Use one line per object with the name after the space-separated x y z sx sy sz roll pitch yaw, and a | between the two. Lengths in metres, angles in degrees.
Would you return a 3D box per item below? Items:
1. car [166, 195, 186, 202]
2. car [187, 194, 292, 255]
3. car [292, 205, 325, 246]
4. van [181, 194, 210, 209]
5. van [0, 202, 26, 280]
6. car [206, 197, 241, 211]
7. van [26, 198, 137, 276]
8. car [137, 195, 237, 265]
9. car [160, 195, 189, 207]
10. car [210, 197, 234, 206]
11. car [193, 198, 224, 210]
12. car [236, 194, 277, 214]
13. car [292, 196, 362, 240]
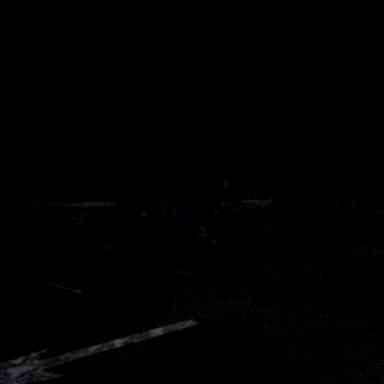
-3.523 1.344 70.455 1.882 1.535 5.008 0 0 -34 | car
0.860 1.237 13.682 5.566 2.045 2.435 -1 -1 34 | car
3.270 1.518 15.412 4.792 1.488 2.163 -1 -1 34 | car
0.575 1.272 47.527 1.878 1.987 4.442 0 1 36 | van
-6.486 1.263 8.592 4.442 1.987 1.878 -1 -1 34 | van
4.122 1.489 42.805 1.946 1.575 5.366 -1 0 36 | car
-4.079 1.264 10.313 4.442 1.987 1.878 -1 0 34 | van
-1.548 1.237 11.962 5.566 2.045 2.435 -1 -1 34 | car
-2.749 1.374 52.581 2.185 1.767 4.553 -1 0 36 | car
5.153 1.583 57.759 1.994 1.385 4.181 0 0 -34 | car
2.322 1.536 45.138 2.002 1.452 4.674 -1 0 36 | car
7.383 1.242 37.655 2.435 2.045 5.566 0 1 36 | car
5.619 1.238 17.143 5.566 2.045 2.435 -1 0 35 | car
